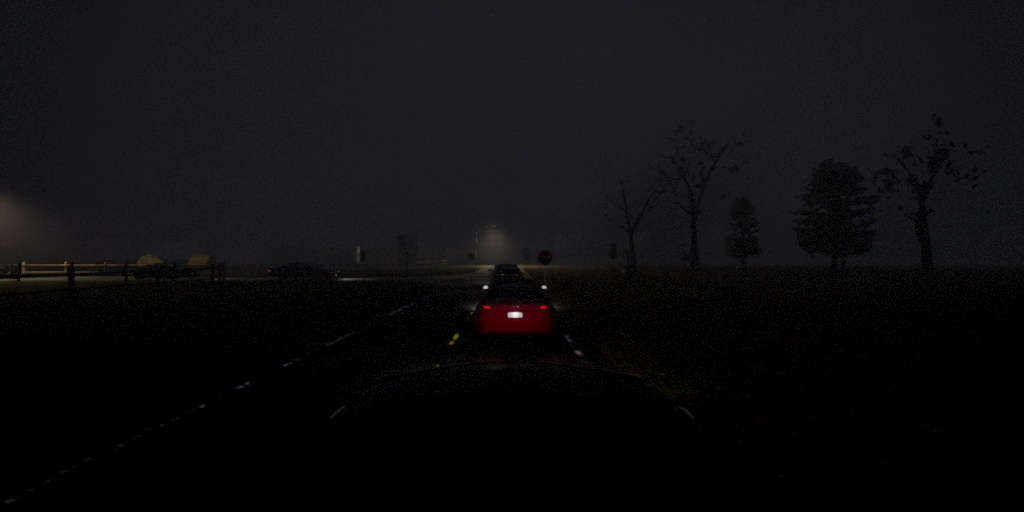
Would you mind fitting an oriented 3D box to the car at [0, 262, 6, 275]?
[{"bbox_3d":[-45.605,0.893,28.953,5.566,2.045,2.150,0,-1,-4],"label":"car"}]

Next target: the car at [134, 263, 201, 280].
[{"bbox_3d":[-28.655,1.260,29.895,4.181,1.385,1.994,0,-1,-2],"label":"car"}]

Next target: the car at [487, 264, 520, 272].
[{"bbox_3d":[-0.461,1.254,23.508,1.837,1.490,4.892,0,0,-8],"label":"car"}]

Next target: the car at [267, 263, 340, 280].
[{"bbox_3d":[-17.529,1.256,30.246,5.357,1.411,2.033,0,-1,-1],"label":"car"}]

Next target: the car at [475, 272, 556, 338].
[{"bbox_3d":[0.083,1.313,10.197,1.994,1.385,4.181,0,0,0],"label":"car"}]

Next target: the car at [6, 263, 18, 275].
[{"bbox_3d":[-47.085,1.222,31.700,4.892,1.490,1.837,0,-1,-4],"label":"car"}]
